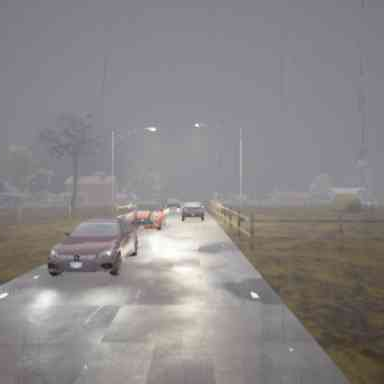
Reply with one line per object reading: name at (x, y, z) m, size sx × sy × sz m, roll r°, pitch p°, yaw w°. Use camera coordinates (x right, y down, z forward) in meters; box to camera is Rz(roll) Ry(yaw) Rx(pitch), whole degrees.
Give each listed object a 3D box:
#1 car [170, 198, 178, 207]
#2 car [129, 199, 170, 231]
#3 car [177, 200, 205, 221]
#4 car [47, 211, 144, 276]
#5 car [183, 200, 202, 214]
car at (-2.852, 1.746, 51.844) m, size 1.882 × 1.535 × 5.008 m, roll 0°, pitch -1°, yaw 0°
car at (-2.818, 1.419, 21.119) m, size 2.097 × 1.767 × 4.553 m, roll 0°, pitch 0°, yaw 0°
car at (0.075, 1.594, 28.165) m, size 2.128 × 1.511 × 4.902 m, roll 0°, pitch 0°, yaw 0°
car at (-2.859, 1.553, 10.557) m, size 1.812 × 1.442 × 4.674 m, roll 0°, pitch 0°, yaw 0°
car at (0.068, 1.720, 39.110) m, size 2.033 × 1.411 × 5.357 m, roll 0°, pitch 0°, yaw 0°
